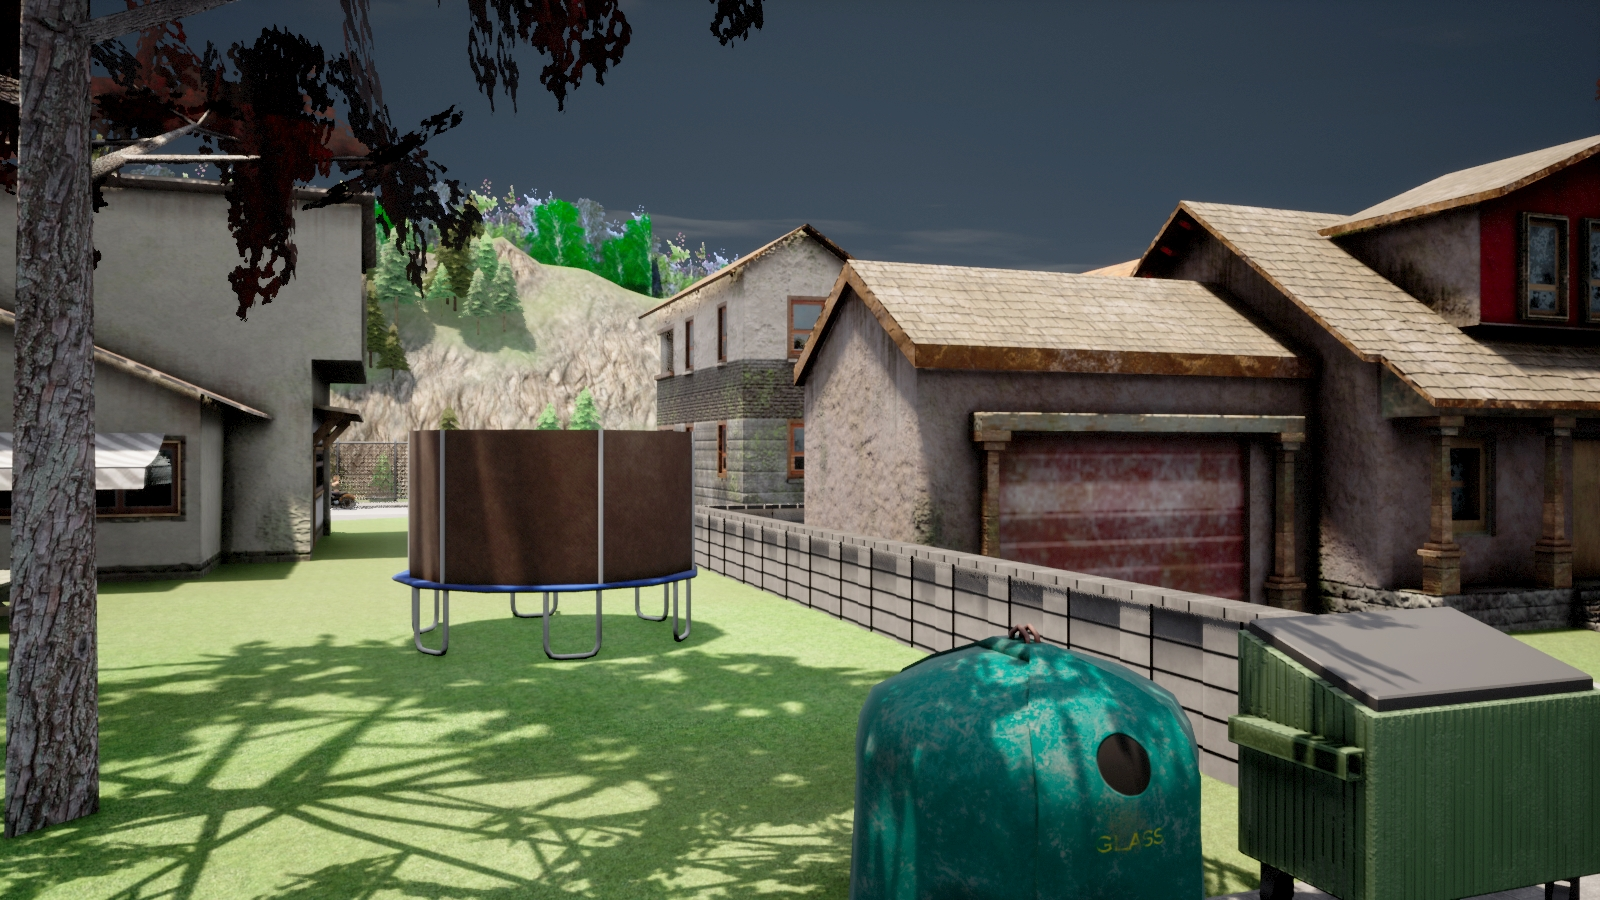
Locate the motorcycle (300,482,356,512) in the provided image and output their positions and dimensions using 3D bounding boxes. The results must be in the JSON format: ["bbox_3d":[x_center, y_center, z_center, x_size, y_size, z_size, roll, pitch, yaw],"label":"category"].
[{"bbox_3d":[-21.820,2.155,52.842,2.356,1.307,0.764,0,0,-20],"label":"motorcycle"}]
